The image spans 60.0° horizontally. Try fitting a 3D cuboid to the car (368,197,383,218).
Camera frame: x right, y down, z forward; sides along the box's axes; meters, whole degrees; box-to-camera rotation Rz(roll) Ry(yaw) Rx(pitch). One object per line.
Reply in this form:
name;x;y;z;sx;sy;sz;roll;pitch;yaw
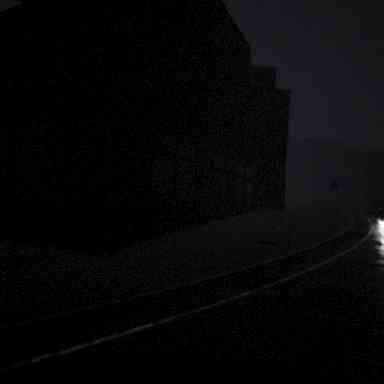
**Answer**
car;14.888;1.167;25.545;2.128;1.511;4.902;2;2;19
